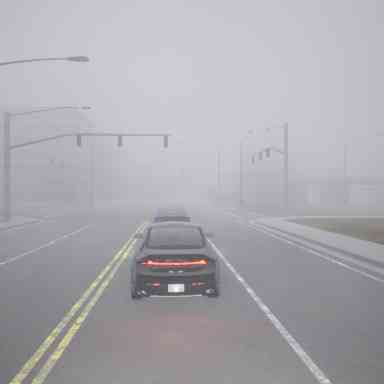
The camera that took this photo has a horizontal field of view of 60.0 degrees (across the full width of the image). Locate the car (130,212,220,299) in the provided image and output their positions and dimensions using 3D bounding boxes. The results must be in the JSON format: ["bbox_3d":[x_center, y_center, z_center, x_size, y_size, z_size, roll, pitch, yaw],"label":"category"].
[{"bbox_3d":[-0.445,1.505,8.484,1.837,1.490,4.892,0,0,-4],"label":"car"}]

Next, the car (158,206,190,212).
[{"bbox_3d":[-1.086,1.478,17.956,1.882,1.535,5.008,0,0,-4],"label":"car"}]
